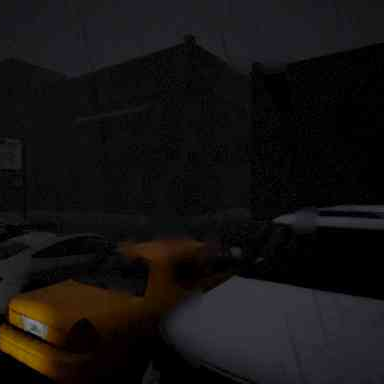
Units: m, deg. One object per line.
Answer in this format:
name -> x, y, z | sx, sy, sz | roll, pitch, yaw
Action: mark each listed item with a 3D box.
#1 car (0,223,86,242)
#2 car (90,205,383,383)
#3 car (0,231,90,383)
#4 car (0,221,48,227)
car -> -2.619, 1.524, 7.221 | 2.002, 1.452, 4.674 | 0, 0, 36
car -> 1.886, 1.227, 3.975 | 2.435, 2.045, 5.566 | 0, 0, 36
car -> -0.252, 1.475, 5.764 | 1.946, 1.575, 5.366 | 0, 0, 35
car -> -4.780, 1.537, 8.769 | 2.002, 1.452, 4.674 | -1, 0, 36
